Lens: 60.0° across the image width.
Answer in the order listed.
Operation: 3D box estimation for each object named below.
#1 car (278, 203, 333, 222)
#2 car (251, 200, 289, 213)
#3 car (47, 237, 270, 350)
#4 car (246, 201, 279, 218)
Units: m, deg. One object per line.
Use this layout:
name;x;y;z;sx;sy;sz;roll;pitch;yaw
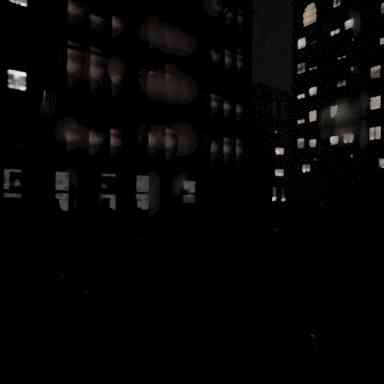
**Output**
car;9.706;1.777;27.958;1.802;1.307;4.206;1;-1;-36
car;9.812;1.826;42.185;1.752;1.417;4.829;1;-1;-36
car;-0.367;1.599;6.295;4.313;1.339;1.947;1;0;-36
car;6.505;1.709;32.421;1.752;1.417;4.829;1;-1;-36
